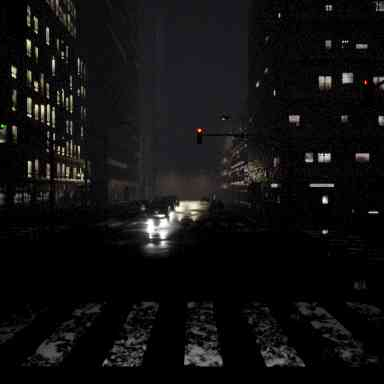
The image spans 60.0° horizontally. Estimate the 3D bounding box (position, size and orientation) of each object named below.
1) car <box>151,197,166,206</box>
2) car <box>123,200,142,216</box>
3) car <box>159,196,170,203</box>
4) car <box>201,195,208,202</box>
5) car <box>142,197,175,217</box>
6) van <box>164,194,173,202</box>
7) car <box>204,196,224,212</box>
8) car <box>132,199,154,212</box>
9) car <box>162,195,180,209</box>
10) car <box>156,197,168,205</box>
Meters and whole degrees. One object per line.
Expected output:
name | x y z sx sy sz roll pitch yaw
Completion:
car | -5.571 1.530 55.615 1.887 1.381 4.507 -1 0 0
car | -5.626 1.516 32.828 1.752 1.417 4.829 -1 0 0
car | -5.544 1.528 66.925 1.887 1.381 4.507 -1 0 0
car | 2.848 1.422 72.560 1.967 1.590 4.097 -1 0 0
car | -3.028 1.482 30.978 2.128 1.511 4.902 0 0 0
van | -5.520 1.322 78.234 1.690 1.788 3.998 -1 0 0
car | 2.768 1.540 38.632 2.008 1.369 4.403 -1 0 0
car | -5.612 1.555 38.652 1.947 1.339 4.313 -1 0 0
car | -2.999 1.480 40.463 2.128 1.511 4.902 0 0 0
car | -5.557 1.566 61.270 1.802 1.307 4.206 -1 0 0
